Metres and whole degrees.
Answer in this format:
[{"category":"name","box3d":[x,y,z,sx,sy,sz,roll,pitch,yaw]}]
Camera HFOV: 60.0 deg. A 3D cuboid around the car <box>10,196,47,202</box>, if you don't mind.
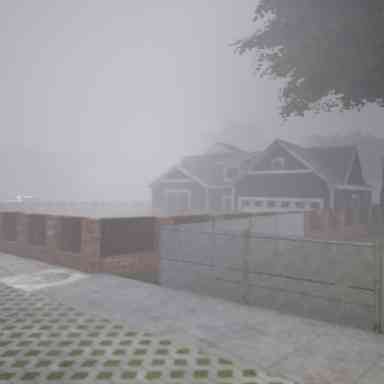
[{"category":"car","box3d":[-21.458,1.598,44.418,2.150,2.045,5.566,1,-1,31]}]
